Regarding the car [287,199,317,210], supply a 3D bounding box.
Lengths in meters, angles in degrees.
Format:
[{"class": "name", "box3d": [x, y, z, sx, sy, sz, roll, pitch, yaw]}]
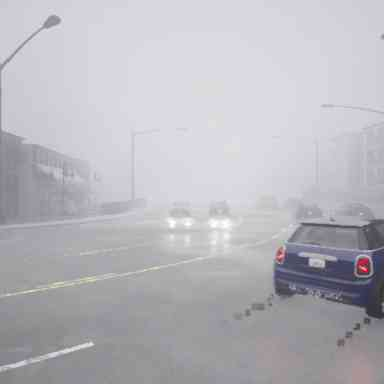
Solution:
[{"class": "car", "box3d": [9.343, 1.563, 27.369, 1.994, 1.385, 4.181, 0, 0, 9]}]

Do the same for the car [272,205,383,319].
[{"class": "car", "box3d": [3.792, 1.351, 7.748, 2.097, 1.767, 4.553, 0, 0, 43]}]

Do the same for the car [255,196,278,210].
[{"class": "car", "box3d": [9.557, 1.352, 43.051, 2.097, 1.767, 4.553, 0, 0, -1]}]

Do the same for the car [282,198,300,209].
[{"class": "car", "box3d": [13.059, 1.503, 43.047, 1.837, 1.490, 4.892, 0, -1, -1]}]

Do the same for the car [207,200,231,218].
[{"class": "car", "box3d": [2.479, 1.492, 30.600, 2.128, 1.511, 4.902, 0, 0, 2]}]

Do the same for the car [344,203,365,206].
[{"class": "car", "box3d": [12.676, 1.564, 26.176, 1.994, 1.385, 4.181, 0, 0, 10]}]

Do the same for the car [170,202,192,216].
[{"class": "car", "box3d": [-1.042, 1.601, 31.963, 1.895, 1.301, 4.718, 0, 0, 2]}]
